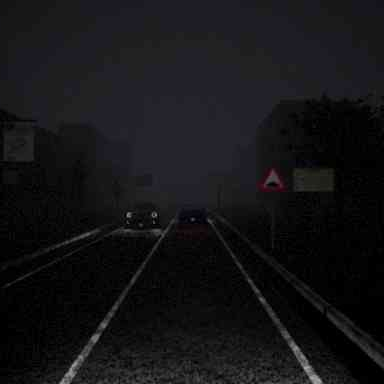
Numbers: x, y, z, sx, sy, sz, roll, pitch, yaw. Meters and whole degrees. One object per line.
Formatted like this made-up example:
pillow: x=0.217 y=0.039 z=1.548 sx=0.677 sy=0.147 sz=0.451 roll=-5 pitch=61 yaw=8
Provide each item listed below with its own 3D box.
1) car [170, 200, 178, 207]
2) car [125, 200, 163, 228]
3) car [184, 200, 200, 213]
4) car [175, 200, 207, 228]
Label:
car: x=-3.142 y=2.202 z=63.785 sx=1.812 sy=1.442 sz=4.674 roll=0 pitch=-1 yaw=0
car: x=-3.143 y=1.439 z=22.619 sx=2.097 sy=1.767 sz=4.553 roll=0 pitch=0 yaw=0
car: x=0.018 y=1.754 z=41.298 sx=1.812 sy=1.442 sz=4.674 roll=0 pitch=-1 yaw=0
car: x=0.048 y=1.565 z=23.305 sx=1.882 sy=1.535 sz=5.008 roll=0 pitch=0 yaw=0
